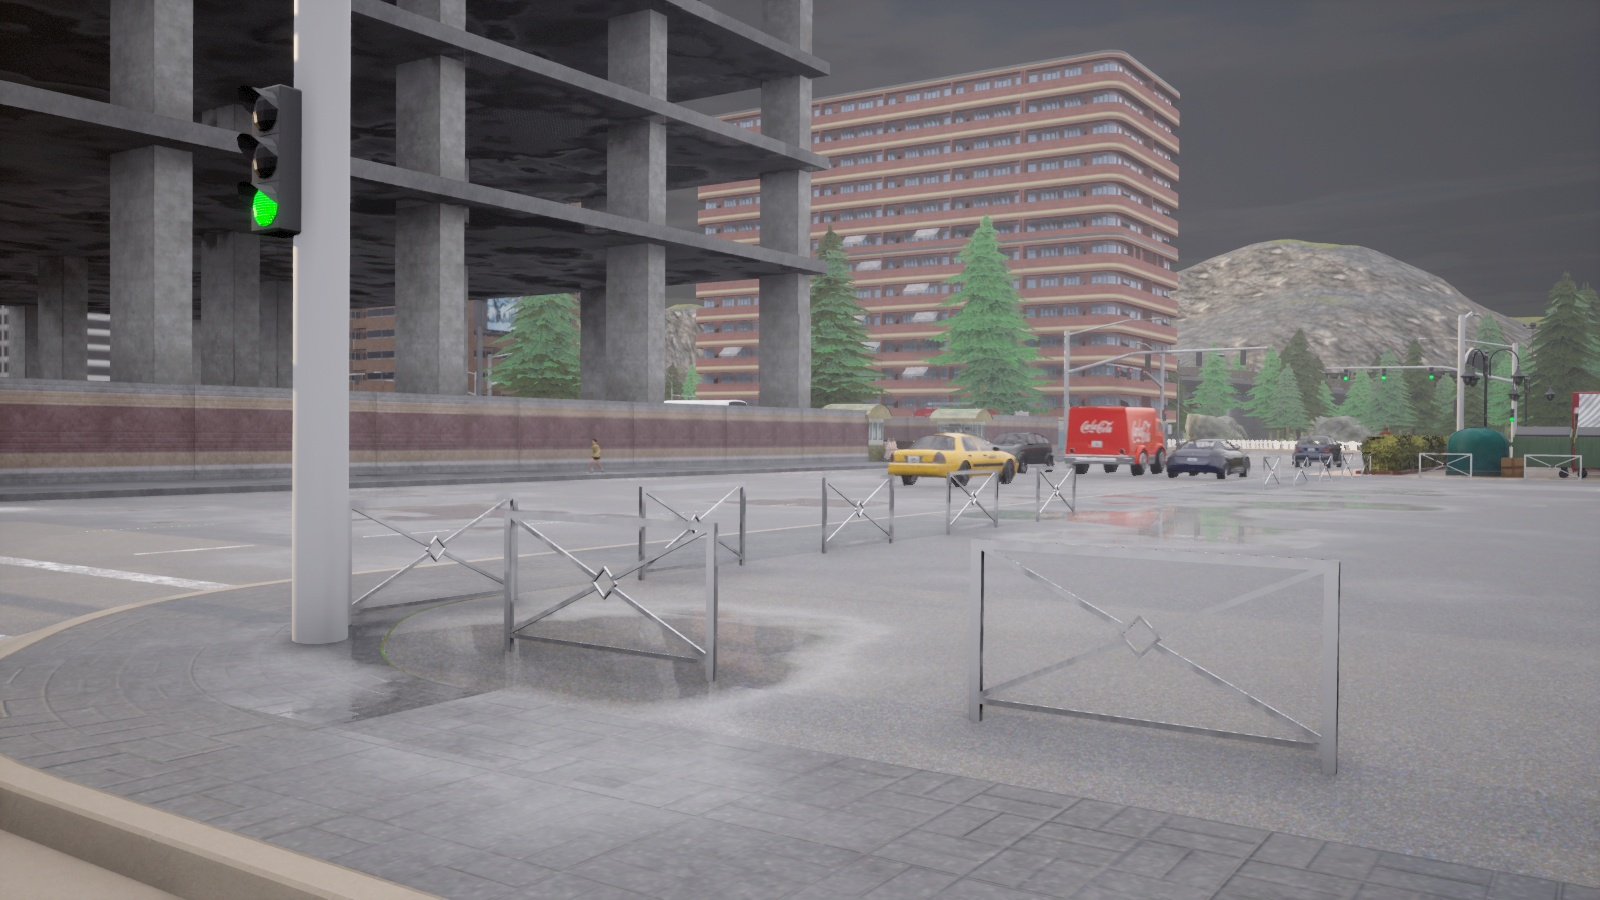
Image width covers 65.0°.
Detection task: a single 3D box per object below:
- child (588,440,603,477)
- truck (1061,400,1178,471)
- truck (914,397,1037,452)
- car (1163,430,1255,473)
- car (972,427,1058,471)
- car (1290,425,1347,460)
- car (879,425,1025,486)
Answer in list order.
[{"bbox_3d":[-6.179,0.247,37.975,0.255,1.110,0.394,0,1,32],"label":"child"},{"bbox_3d":[11.891,-0.552,46.414,2.627,2.467,5.204,0,1,33],"label":"truck"},{"bbox_3d":[12.721,-1.797,91.465,8.468,3.827,2.891,0,1,34],"label":"truck"},{"bbox_3d":[14.241,0.015,43.621,1.994,1.385,4.181,0,1,33],"label":"car"},{"bbox_3d":[8.082,-0.060,46.997,1.789,1.549,3.705,0,1,33],"label":"car"},{"bbox_3d":[24.419,-0.373,59.048,1.789,1.549,3.705,0,1,33],"label":"car"},{"bbox_3d":[4.332,0.098,34.955,1.801,1.575,5.366,0,1,33],"label":"car"}]
